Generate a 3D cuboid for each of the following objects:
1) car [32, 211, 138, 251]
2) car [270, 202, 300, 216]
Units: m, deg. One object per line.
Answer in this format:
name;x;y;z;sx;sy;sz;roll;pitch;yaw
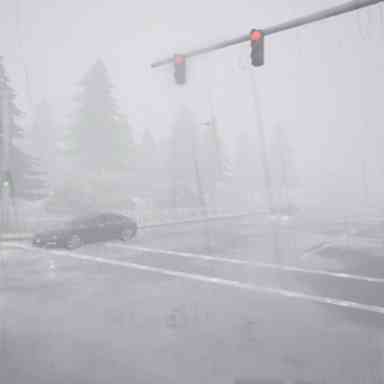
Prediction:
car;-4.586;1.661;14.930;1.837;1.490;4.892;0;0;36
car;9.709;1.710;34.655;1.994;1.385;4.181;0;0;36
